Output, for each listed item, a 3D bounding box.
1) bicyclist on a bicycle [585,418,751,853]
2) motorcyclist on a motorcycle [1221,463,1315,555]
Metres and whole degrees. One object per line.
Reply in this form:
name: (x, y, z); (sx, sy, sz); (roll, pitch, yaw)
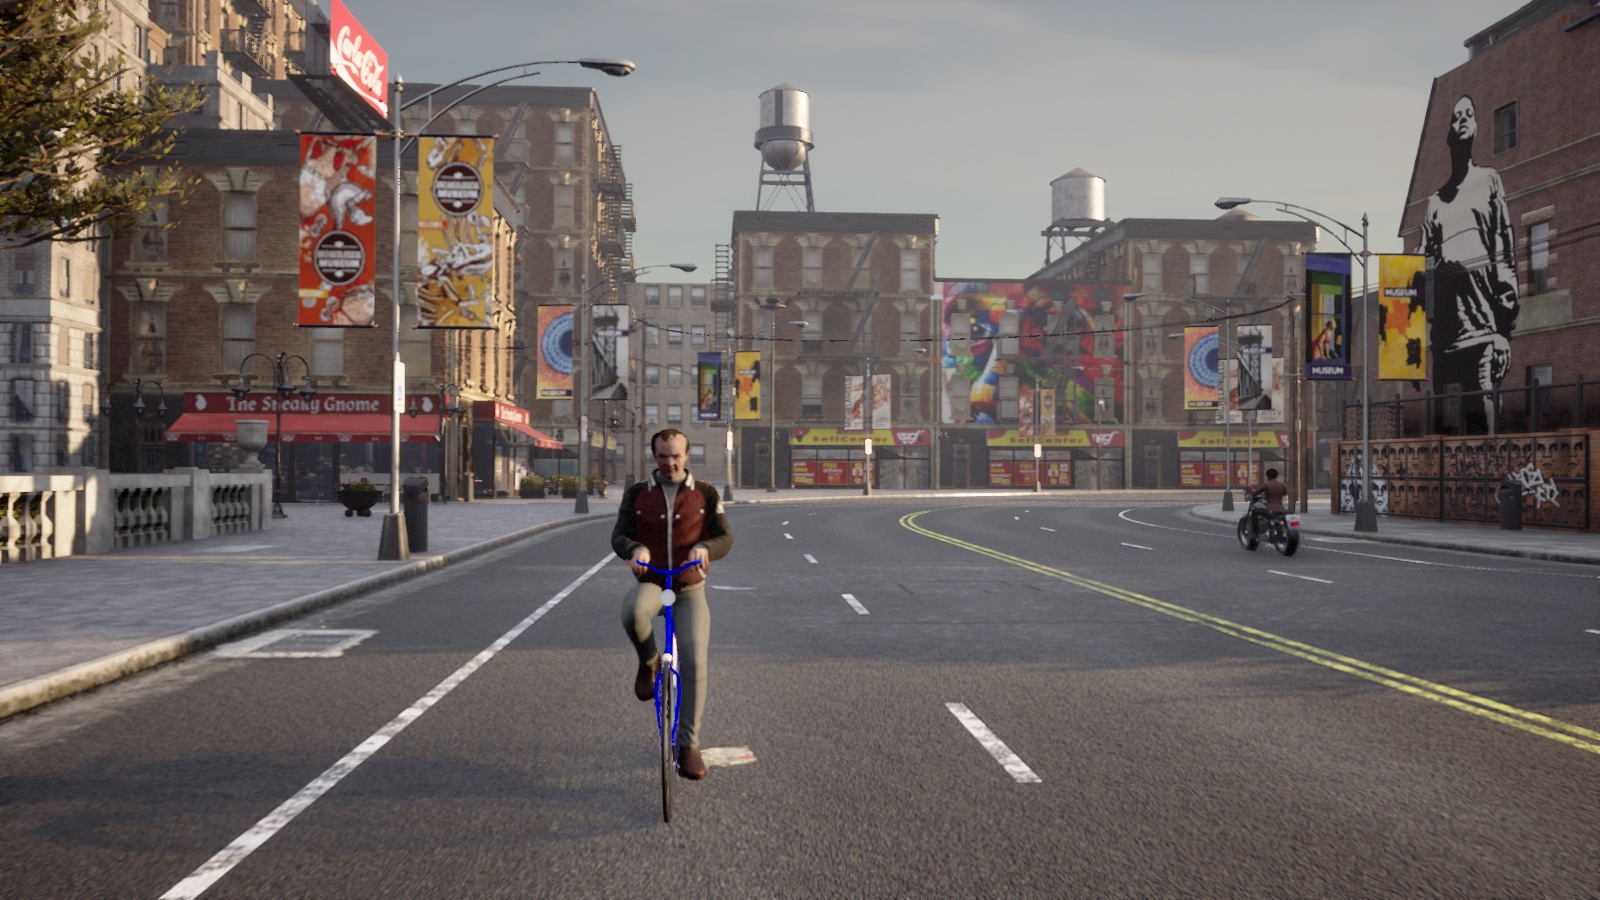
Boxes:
bicyclist on a bicycle: (-0.611, 0.776, 6.102); (0.659, 1.776, 1.843); (-1, -1, -4)
motorcyclist on a motorcycle: (8.854, 1.092, 23.884); (0.766, 1.649, 2.350); (0, -1, -4)
